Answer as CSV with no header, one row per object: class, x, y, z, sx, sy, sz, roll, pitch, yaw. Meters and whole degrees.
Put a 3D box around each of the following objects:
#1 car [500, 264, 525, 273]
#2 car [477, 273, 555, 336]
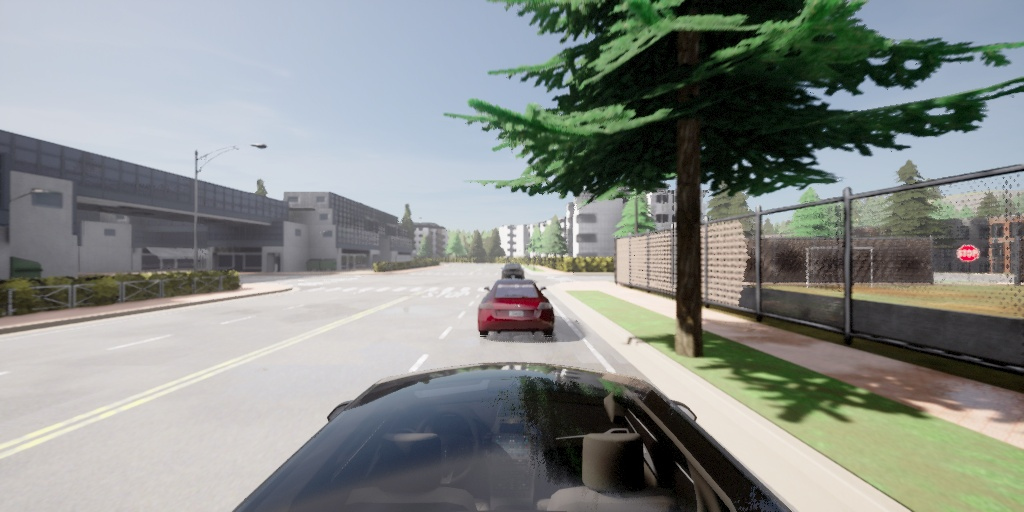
car,0.070,1.399,31.055,1.837,1.490,4.892,0,0,0
car,0.091,1.357,10.582,1.994,1.385,4.181,0,0,0
